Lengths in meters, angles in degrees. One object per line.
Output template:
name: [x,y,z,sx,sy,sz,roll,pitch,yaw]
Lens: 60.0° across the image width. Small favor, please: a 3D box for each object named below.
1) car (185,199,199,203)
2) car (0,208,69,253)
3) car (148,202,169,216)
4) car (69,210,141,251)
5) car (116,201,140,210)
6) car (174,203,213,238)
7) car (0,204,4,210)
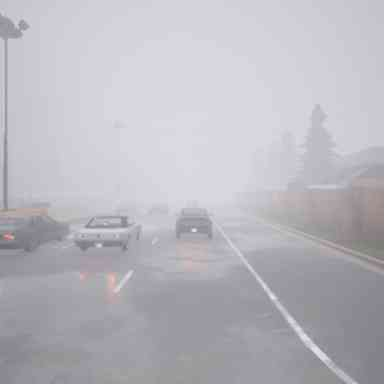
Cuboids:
car: [0.025,1.676,46.180,2.128,1.511,4.902,0,0,0]
car: [-6.897,1.604,13.918,2.033,1.411,5.357,0,0,0]
car: [-3.394,1.740,34.892,1.895,1.301,4.718,0,0,0]
car: [-3.398,1.659,14.367,1.895,1.301,4.718,0,0,0]
car: [-6.893,1.691,36.058,2.033,1.411,5.357,0,0,0]
car: [0.103,1.579,18.328,1.837,1.490,4.892,0,0,0]
car: [-14.023,1.301,19.830,2.150,2.045,5.566,0,0,0]
